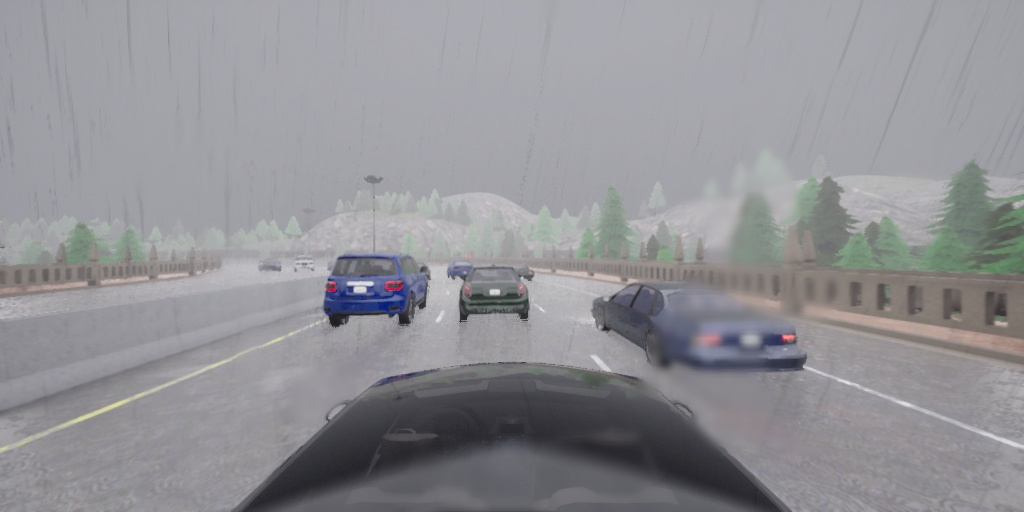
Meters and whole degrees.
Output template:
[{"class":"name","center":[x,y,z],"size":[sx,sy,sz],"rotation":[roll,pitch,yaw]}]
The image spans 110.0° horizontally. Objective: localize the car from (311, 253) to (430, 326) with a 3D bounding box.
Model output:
[{"class":"car","center":[-4.100,0.930,11.681],"size":[2.150,2.045,5.566],"rotation":[0,0,-6]}]

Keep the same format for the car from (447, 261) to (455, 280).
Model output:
[{"class":"car","center":[-4.324,1.100,30.031],"size":[1.882,1.535,5.008],"rotation":[0,0,-16]}]

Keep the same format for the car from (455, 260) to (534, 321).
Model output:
[{"class":"car","center":[-0.718,1.044,12.384],"size":[2.097,1.767,4.553],"rotation":[0,0,-6]}]

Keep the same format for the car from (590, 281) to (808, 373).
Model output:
[{"class":"car","center":[3.276,1.250,7.681],"size":[2.033,1.411,5.357],"rotation":[0,0,-4]}]

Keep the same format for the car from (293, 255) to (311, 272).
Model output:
[{"class":"car","center":[-26.371,0.938,45.585],"size":[2.150,2.045,5.566],"rotation":[0,0,-30]}]

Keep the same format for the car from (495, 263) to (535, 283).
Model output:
[{"class":"car","center":[0.140,1.214,27.138],"size":[1.895,1.301,4.718],"rotation":[0,0,-14]}]

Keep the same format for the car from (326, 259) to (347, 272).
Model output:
[{"class":"car","center":[-22.384,1.175,45.627],"size":[2.128,1.511,4.902],"rotation":[-1,0,-29]}]

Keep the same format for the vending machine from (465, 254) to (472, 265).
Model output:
[{"class":"vending machine","center":[-7.746,0.702,64.004],"size":[1.100,2.100,0.880],"rotation":[0,0,-34]}]

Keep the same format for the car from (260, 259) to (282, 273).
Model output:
[{"class":"car","center":[-29.743,1.097,44.331],"size":[2.097,1.767,4.553],"rotation":[-1,0,-31]}]
